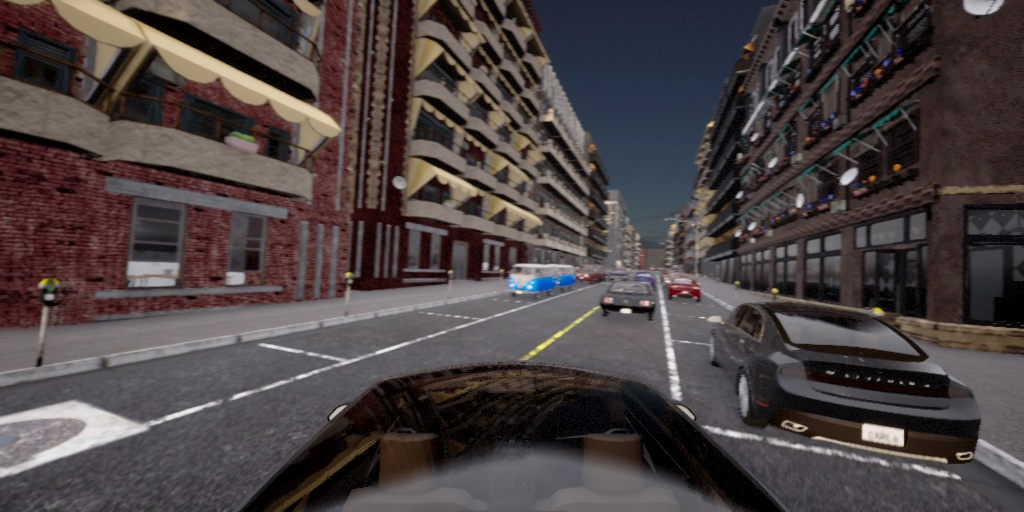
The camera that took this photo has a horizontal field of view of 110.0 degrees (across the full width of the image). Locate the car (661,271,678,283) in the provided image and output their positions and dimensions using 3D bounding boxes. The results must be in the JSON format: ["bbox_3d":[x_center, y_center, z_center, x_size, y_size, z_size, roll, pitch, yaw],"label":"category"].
[{"bbox_3d":[12.517,2.099,27.163,1.888,1.381,4.507,0,0,22],"label":"car"}]

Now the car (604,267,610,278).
[{"bbox_3d":[9.357,1.905,40.423,2.192,1.841,5.009,0,0,22],"label":"car"}]

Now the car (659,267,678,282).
[{"bbox_3d":[14.587,2.143,32.291,1.967,1.591,4.097,0,0,22],"label":"car"}]

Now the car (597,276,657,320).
[{"bbox_3d":[4.830,1.690,14.597,1.895,1.301,4.718,2,-1,22],"label":"car"}]

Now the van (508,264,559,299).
[{"bbox_3d":[1.108,1.340,19.906,1.690,1.789,3.998,0,0,22],"label":"van"}]

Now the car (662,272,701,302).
[{"bbox_3d":[10.455,1.952,22.034,1.888,1.381,4.507,0,0,22],"label":"car"}]

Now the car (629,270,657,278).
[{"bbox_3d":[11.397,2.080,30.924,1.812,1.442,4.674,2,-1,22],"label":"car"}]

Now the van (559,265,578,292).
[{"bbox_3d":[3.171,1.486,25.037,1.690,1.789,3.998,0,0,22],"label":"van"}]

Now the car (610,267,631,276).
[{"bbox_3d":[12.182,2.256,40.584,2.033,1.411,5.357,2,-1,22],"label":"car"}]

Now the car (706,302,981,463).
[{"bbox_3d":[4.351,1.472,5.577,1.837,1.490,4.892,2,-1,22],"label":"car"}]

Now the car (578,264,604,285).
[{"bbox_3d":[7.295,1.756,35.295,2.192,1.841,5.009,0,0,22],"label":"car"}]

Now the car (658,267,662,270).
[{"bbox_3d":[18.672,2.316,42.565,2.192,1.841,5.009,0,0,22],"label":"car"}]
